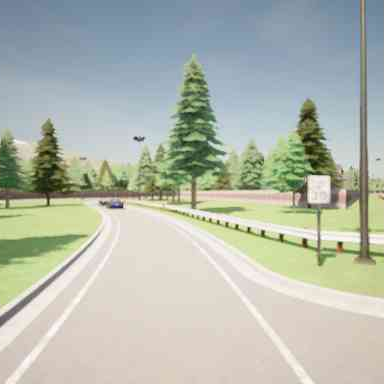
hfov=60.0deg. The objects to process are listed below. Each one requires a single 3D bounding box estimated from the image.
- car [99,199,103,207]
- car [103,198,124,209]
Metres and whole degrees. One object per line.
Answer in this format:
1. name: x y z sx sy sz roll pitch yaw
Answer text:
1. car: -14.361 1.704 55.122 1.895 1.301 4.718 0 0 -22
2. car: -10.649 1.645 45.865 1.994 1.385 4.181 0 0 -22
